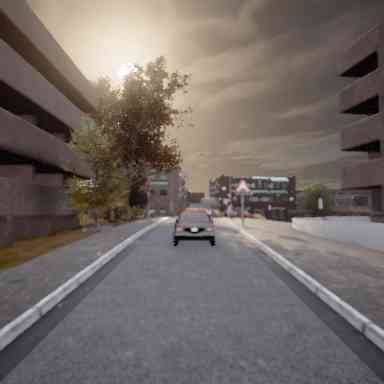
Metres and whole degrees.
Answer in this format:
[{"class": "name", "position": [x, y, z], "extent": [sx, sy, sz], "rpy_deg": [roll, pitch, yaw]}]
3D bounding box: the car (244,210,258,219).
[{"class": "car", "position": [10.807, 4.892, 71.509], "extent": [2.435, 2.045, 5.566], "rpy_deg": [8, -6, -30]}]

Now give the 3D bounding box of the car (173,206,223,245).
[{"class": "car", "position": [0.100, 1.567, 15.616], "extent": [2.033, 1.411, 5.357], "rpy_deg": [0, -1, 0]}]

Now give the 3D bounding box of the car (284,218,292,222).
[{"class": "car", "position": [22.611, 6.395, 73.548], "extent": [2.002, 1.452, 4.674], "rpy_deg": [8, -6, -29]}]

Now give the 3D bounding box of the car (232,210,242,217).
[{"class": "car", "position": [7.810, 4.708, 70.954], "extent": [2.185, 1.767, 4.553], "rpy_deg": [7, -6, -30]}]

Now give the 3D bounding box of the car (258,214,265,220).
[{"class": "car", "position": [13.640, 5.449, 72.193], "extent": [1.946, 1.575, 5.366], "rpy_deg": [8, -6, -30]}]

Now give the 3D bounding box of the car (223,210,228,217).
[{"class": "car", "position": [4.837, 4.444, 70.462], "extent": [2.185, 1.767, 4.553], "rpy_deg": [5, -5, -31]}]

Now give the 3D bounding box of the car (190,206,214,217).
[{"class": "car", "position": [1.958, 4.135, 69.880], "extent": [2.435, 2.045, 5.566], "rpy_deg": [2, -5, -30]}]

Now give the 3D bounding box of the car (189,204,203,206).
[{"class": "car", "position": [0.437, 2.003, 33.755], "extent": [2.097, 1.767, 4.553], "rpy_deg": [0, -4, 2]}]
